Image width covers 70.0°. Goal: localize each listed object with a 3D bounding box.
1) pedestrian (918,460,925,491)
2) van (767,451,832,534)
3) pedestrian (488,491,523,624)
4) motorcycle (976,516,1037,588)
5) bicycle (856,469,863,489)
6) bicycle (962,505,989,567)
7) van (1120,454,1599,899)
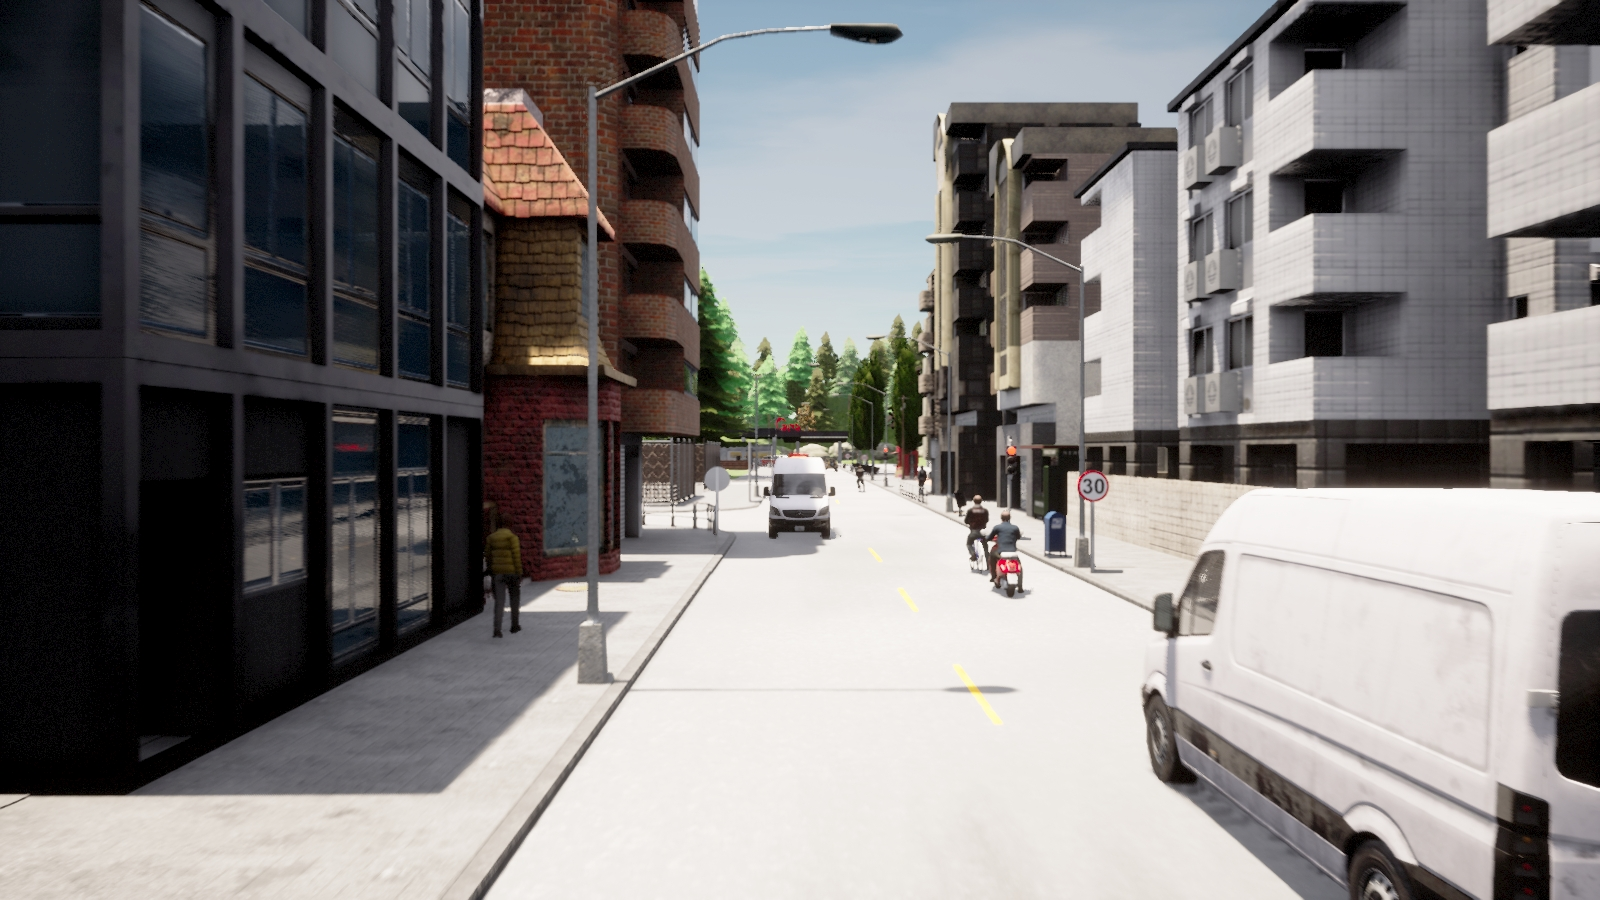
[{"bbox_3d":[7.229,1.523,67.911,0.375,1.860,0.375,0,0,0],"label":"pedestrian"},{"bbox_3d":[-0.024,1.314,38.088,1.988,2.561,5.915,0,0,0],"label":"van"},{"bbox_3d":[-4.202,1.523,16.302,0.375,1.860,0.375,0,0,7],"label":"pedestrian"},{"bbox_3d":[4.006,1.962,22.303,0.856,1.236,1.805,0,0,0],"label":"motorcycle"},{"bbox_3d":[3.953,1.940,75.892,0.329,1.271,1.835,0,0,0],"label":"bicycle"},{"bbox_3d":[4.013,1.940,26.177,0.329,1.271,1.835,0,0,0],"label":"bicycle"},{"bbox_3d":[4.012,1.313,7.759,1.988,2.561,5.915,0,0,0],"label":"van"}]
